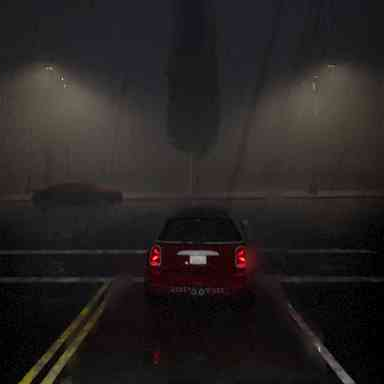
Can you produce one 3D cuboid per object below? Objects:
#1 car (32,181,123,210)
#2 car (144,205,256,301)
[{"bbox_3d":[-6.578,0.113,19.296,5.008,1.535,1.882,-1,6,0],"label":"car"},{"bbox_3d":[0.321,1.090,8.067,2.097,1.767,4.553,0,4,6],"label":"car"}]
